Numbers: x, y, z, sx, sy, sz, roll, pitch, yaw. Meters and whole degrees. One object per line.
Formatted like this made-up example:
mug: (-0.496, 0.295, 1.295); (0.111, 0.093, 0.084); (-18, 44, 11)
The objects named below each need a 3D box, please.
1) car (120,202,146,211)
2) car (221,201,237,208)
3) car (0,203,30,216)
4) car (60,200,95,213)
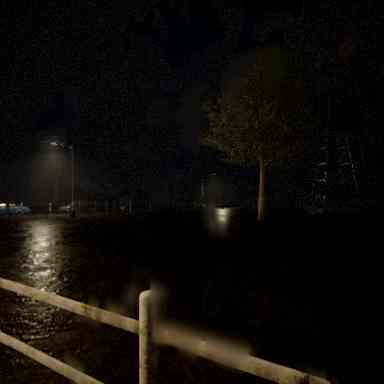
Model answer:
car: (-9.191, 2.251, 52.255); (1.812, 1.442, 4.674); (-2, -2, 36)
car: (7.734, 2.620, 69.479); (1.994, 1.385, 4.181); (-2, -2, 36)
car: (-20.669, 1.943, 36.310); (2.033, 1.411, 5.357); (-2, -2, 35)
car: (-15.129, 1.904, 44.015); (2.097, 1.767, 4.553); (-2, -2, 36)
